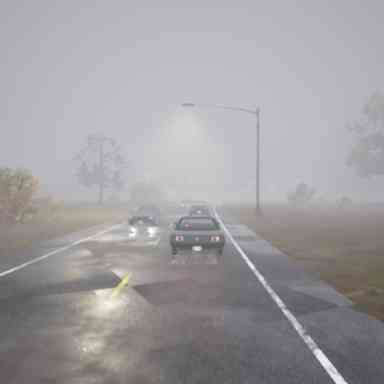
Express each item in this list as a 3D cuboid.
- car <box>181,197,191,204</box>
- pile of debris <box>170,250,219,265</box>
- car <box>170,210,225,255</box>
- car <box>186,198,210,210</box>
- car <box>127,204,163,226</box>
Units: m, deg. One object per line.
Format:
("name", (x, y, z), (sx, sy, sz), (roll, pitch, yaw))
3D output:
("car", (-0.960, 1.596, 65.183), (2.033, 1.411, 5.357), (0, 0, 5))
("pile of debris", (0.081, 2.186, 11.208), (1.500, 0.140, 1.860), (0, 0, 1))
("car", (0.215, 1.612, 13.419), (1.895, 1.301, 4.718), (0, 0, 1))
("car", (0.710, 1.554, 31.034), (1.812, 1.442, 4.674), (0, 0, 2))
("car", (-3.231, 1.568, 24.046), (2.033, 1.411, 5.357), (0, 0, 2))
